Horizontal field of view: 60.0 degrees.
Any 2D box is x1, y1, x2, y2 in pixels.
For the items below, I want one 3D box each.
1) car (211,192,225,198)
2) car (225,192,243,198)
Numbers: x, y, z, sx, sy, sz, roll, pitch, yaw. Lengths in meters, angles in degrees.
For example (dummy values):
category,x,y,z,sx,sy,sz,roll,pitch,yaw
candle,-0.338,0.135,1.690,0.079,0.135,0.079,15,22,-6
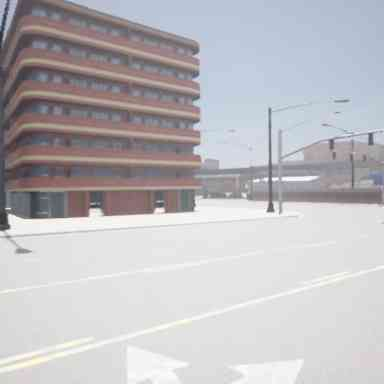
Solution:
category,x,y,z,sx,sy,sz,roll,pitch,yaw
car,7.260,0.703,89.314,4.611,1.667,2.242,-1,1,-35
car,11.233,0.850,85.094,3.806,1.475,1.970,-1,1,-35
